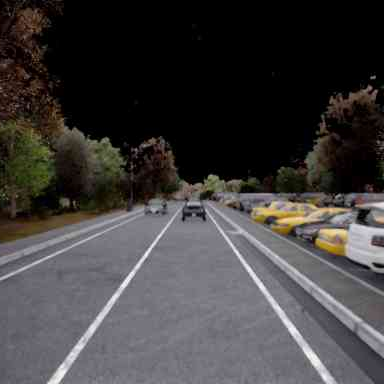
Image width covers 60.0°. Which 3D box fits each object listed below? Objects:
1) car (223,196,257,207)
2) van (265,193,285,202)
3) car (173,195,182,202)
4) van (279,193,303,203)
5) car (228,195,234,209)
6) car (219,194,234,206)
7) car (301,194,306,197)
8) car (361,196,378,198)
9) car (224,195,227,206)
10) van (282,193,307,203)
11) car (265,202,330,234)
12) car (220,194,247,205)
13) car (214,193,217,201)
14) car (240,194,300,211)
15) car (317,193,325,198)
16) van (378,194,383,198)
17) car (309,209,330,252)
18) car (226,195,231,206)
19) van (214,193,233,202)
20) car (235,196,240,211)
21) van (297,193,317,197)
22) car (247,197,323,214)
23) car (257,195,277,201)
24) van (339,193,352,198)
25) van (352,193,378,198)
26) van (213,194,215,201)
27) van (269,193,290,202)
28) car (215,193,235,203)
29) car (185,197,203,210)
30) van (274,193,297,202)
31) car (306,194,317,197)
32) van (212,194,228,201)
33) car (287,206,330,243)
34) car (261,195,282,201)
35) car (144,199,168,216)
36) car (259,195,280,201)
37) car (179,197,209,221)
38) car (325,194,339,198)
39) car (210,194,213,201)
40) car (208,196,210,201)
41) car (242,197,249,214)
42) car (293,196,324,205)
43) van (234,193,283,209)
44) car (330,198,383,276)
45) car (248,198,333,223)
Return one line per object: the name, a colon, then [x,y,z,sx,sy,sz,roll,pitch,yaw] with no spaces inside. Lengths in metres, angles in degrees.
car: [7.202,1.416,50.095,4.892,1.521,2.231,0,0,0]
van: [20.669,1.370,83.106,4.442,1.987,1.878,0,-1,0]
car: [-2.926,1.503,72.842,1.837,1.490,4.892,0,-1,0]
van: [20.553,1.199,69.274,4.442,1.987,1.878,0,0,0]
car: [7.074,1.436,38.991,4.792,1.488,2.163,0,0,0]
car: [6.987,1.410,47.321,5.366,1.575,1.946,0,0,0]
car: [20.301,1.451,52.779,4.674,1.452,2.002,0,0,0]
car: [20.141,1.396,33.263,5.008,1.535,2.097,0,0,0]
car: [7.120,1.440,44.544,4.792,1.488,2.163,0,0,0]
van: [20.531,1.197,66.629,4.442,1.987,1.878,0,0,0]
car: [6.732,1.471,16.795,5.366,1.575,1.946,0,0,0]
car: [7.234,1.296,58.424,4.553,1.767,2.185,0,0,0]
car: [7.306,1.426,63.976,5.008,1.535,2.097,0,0,0]
car: [7.065,1.277,30.665,4.553,1.767,2.185,0,0,0]
car: [20.200,1.153,44.343,5.566,2.045,2.435,0,0,0]
van: [20.004,1.171,30.478,4.442,1.987,1.878,0,0,0]
car: [7.057,1.515,11.240,5.366,1.575,1.946,0,0,0]
car: [7.097,1.438,41.767,4.792,1.488,2.163,0,0,0]
van: [7.311,1.286,77.841,4.442,1.987,1.878,0,-1,0]
car: [7.086,1.432,33.438,4.792,1.488,2.163,0,0,0]
van: [20.438,1.188,55.548,4.442,1.987,1.878,0,0,0]
car: [7.173,1.413,25.117,5.366,1.575,1.946,0,0,0]
car: [20.618,1.738,91.538,5.008,1.535,2.097,0,-1,0]
van: [20.065,1.175,38.804,4.442,1.987,1.878,0,0,0]
van: [20.275,1.172,36.032,4.442,1.987,1.878,0,0,0]
van: [7.242,1.205,69.529,4.442,1.987,1.878,0,0,0]
van: [20.389,1.277,77.570,4.442,1.987,1.878,0,-1,0]
car: [7.057,1.417,55.649,5.366,1.575,1.946,0,0,0]
car: [0.223,1.408,41.789,2.128,1.511,4.902,0,0,0]
van: [20.344,1.201,72.179,4.442,1.987,1.878,0,-1,0]
car: [20.269,1.409,49.884,5.008,1.535,2.097,0,0,0]
van: [7.661,1.520,91.718,4.442,1.987,1.878,0,-1,0]
car: [6.901,1.497,14.017,4.892,1.521,2.231,0,0,0]
car: [20.569,1.644,85.873,4.892,1.521,2.231,0,-1,0]
car: [-3.279,1.416,31.125,2.128,1.511,4.902,0,0,0]
car: [20.593,1.689,88.643,5.008,1.535,2.097,0,-1,0]
car: [0.151,1.435,26.681,1.837,1.490,4.892,0,0,0]
car: [20.177,1.151,41.573,5.566,2.045,2.435,0,0,0]
car: [7.410,1.182,72.304,5.566,2.045,2.435,0,0,0]
car: [7.526,1.699,88.939,5.008,1.535,2.097,0,-1,0]
car: [7.004,1.407,27.886,4.892,1.521,2.231,0,0,0]
car: [20.342,1.456,58.193,4.674,1.452,2.002,0,0,0]
van: [7.197,1.178,36.214,4.442,1.987,1.878,0,0,0]
car: [6.876,1.289,8.463,5.566,2.045,2.435,0,0,0]
car: [6.780,1.429,22.467,5.366,1.575,1.946,0,0,0]
